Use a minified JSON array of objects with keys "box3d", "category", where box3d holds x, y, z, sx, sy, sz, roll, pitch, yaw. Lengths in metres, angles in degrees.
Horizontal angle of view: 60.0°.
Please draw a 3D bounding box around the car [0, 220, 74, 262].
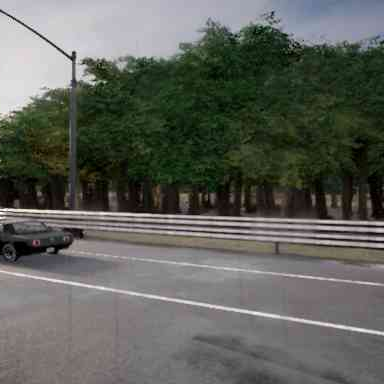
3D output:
[{"box3d":[-6.758,1.688,12.317,4.718,1.301,1.895,0,-1,28],"category":"car"}]
